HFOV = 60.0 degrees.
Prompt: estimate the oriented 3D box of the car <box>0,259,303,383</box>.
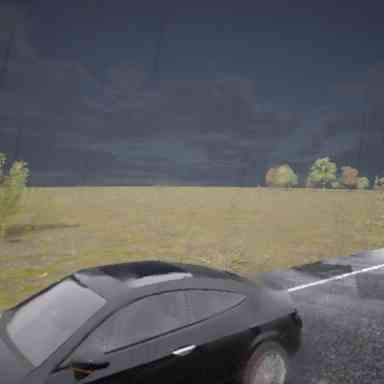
[{"bbox_3d":[-0.782,1.526,3.406,4.674,1.442,1.812,0,0,-35],"label":"car"}]
